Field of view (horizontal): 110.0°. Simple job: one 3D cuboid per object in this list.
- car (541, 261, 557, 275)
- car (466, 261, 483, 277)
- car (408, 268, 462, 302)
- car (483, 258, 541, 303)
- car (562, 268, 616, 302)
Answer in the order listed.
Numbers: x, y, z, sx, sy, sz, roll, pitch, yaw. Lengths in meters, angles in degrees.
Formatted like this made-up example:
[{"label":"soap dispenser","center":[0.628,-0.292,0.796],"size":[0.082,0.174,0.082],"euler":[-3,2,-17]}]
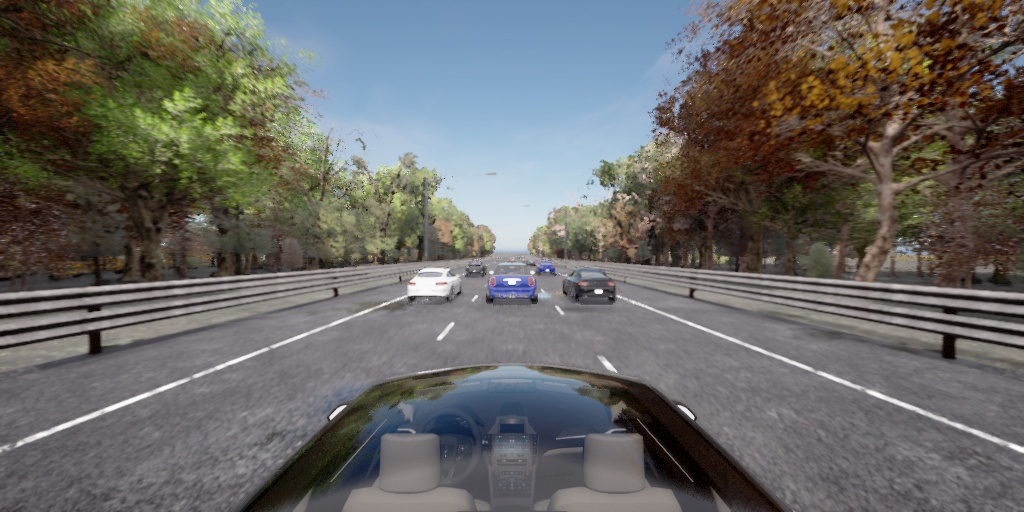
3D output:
[{"label":"car","center":[3.503,1.253,37.815],"size":[1.812,1.442,4.674],"euler":[0,0,0]},{"label":"car","center":[-3.497,1.221,35.824],"size":[2.128,1.511,4.902],"euler":[0,0,0]},{"label":"car","center":[-3.497,1.271,16.749],"size":[1.812,1.442,4.674],"euler":[0,0,0]},{"label":"car","center":[0.002,1.096,16.650],"size":[2.097,1.767,4.553],"euler":[0,0,0]},{"label":"car","center":[3.502,1.271,16.747],"size":[1.812,1.442,4.674],"euler":[0,0,0]}]
